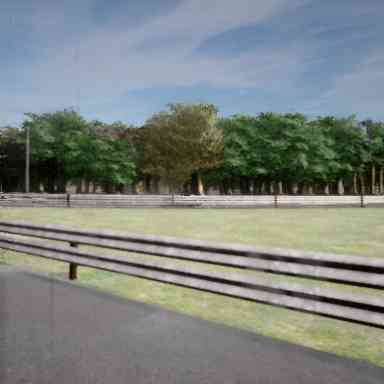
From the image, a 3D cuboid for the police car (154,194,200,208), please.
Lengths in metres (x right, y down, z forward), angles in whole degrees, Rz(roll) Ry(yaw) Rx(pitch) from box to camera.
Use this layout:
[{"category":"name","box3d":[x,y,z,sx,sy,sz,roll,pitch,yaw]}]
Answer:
[{"category":"police car","box3d":[-1.641,0.985,36.685,4.974,1.542,2.038,0,-1,-1]}]
